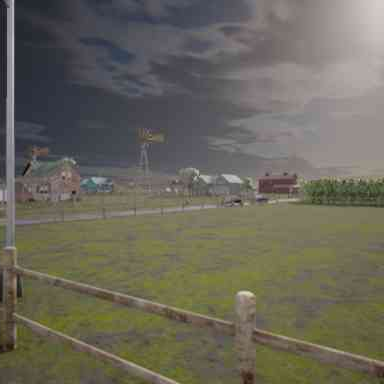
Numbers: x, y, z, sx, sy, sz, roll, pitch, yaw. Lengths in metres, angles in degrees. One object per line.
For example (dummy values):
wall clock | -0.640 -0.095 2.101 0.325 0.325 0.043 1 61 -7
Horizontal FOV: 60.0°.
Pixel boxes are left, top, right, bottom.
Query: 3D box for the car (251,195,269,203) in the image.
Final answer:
car | 11.946 1.226 58.698 1.812 1.442 4.674 0 0 34

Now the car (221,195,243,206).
car | 6.111 1.245 50.109 2.128 1.511 4.902 0 0 35
